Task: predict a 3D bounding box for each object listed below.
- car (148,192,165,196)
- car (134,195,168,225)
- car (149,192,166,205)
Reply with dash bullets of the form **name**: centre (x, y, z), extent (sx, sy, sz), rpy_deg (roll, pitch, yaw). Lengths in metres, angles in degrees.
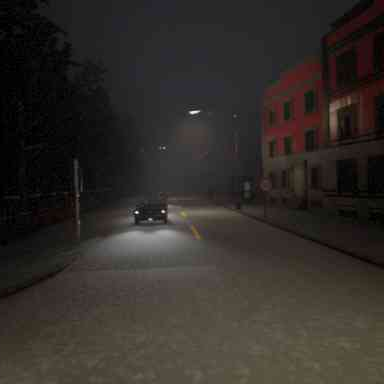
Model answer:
- **car**: centre (-3.245, 0.807, 29.769), extent (2.128, 1.511, 4.902), rpy_deg (-2, 1, -5)
- **car**: centre (-2.473, 1.134, 20.427), extent (1.895, 1.301, 4.718), rpy_deg (-2, 1, -5)
- **car**: centre (-4.045, 0.684, 39.753), extent (1.895, 1.301, 4.718), rpy_deg (-2, 1, -4)
